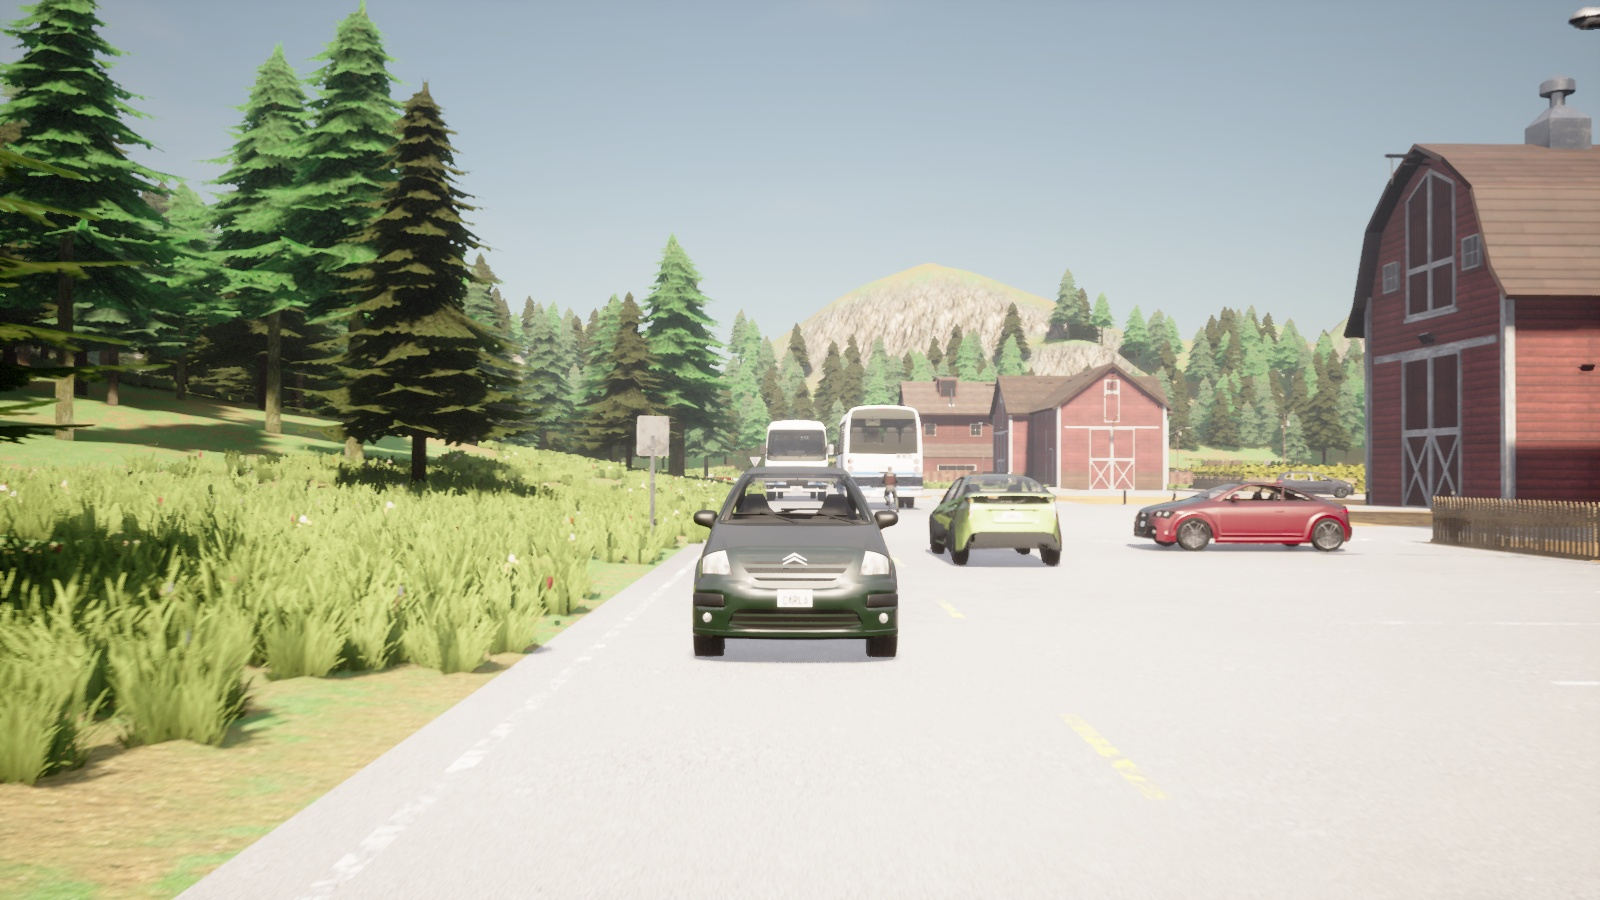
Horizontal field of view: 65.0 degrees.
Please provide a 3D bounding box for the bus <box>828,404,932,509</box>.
[{"bbox_3d":[3.359,0.365,56.145,3.944,4.253,10.273,0,-1,0],"label":"bus"}]

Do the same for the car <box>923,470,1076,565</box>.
[{"bbox_3d":[3.445,1.125,22.531,2.007,1.525,4.514,0,-1,0],"label":"car"}]

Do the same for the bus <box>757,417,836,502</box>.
[{"bbox_3d":[-0.171,0.583,68.323,3.944,4.253,10.273,0,-1,0],"label":"bus"}]

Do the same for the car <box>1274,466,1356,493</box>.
[{"bbox_3d":[32.002,1.827,78.178,4.611,1.667,2.242,0,-1,19],"label":"car"}]

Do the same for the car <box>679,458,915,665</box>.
[{"bbox_3d":[-0.030,0.912,11.873,1.851,1.617,3.988,0,-1,0],"label":"car"}]
